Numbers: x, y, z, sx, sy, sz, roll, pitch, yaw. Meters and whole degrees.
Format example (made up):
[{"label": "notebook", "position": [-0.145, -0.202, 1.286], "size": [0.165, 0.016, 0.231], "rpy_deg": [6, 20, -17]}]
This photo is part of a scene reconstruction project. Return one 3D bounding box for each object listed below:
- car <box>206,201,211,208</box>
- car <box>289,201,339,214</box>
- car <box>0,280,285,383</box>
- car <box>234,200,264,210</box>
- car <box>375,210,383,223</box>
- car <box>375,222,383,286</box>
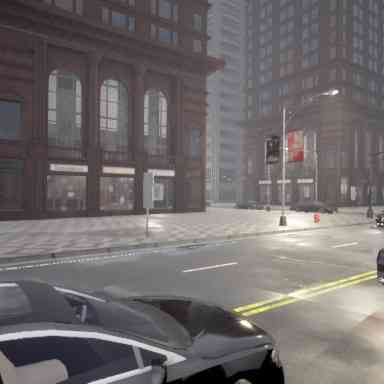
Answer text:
[{"label": "car", "position": [1.043, 1.754, 54.738], "size": [1.882, 1.535, 5.008], "rpy_deg": [1, -1, -35]}, {"label": "car", "position": [13.497, 1.725, 37.222], "size": [2.033, 1.411, 5.357], "rpy_deg": [1, -1, -35]}, {"label": "car", "position": [-1.350, 1.491, 2.476], "size": [4.902, 1.511, 2.128], "rpy_deg": [0, 0, -36]}, {"label": "car", "position": [7.735, 1.787, 45.320], "size": [1.994, 1.385, 4.181], "rpy_deg": [1, -1, -35]}, {"label": "car", "position": [13.698, 1.562, 21.436], "size": [4.892, 1.490, 1.837], "rpy_deg": [0, 0, -36]}, {"label": "car", "position": [6.261, 1.516, 7.904], "size": [4.892, 1.490, 1.837], "rpy_deg": [0, 0, -35]}]
